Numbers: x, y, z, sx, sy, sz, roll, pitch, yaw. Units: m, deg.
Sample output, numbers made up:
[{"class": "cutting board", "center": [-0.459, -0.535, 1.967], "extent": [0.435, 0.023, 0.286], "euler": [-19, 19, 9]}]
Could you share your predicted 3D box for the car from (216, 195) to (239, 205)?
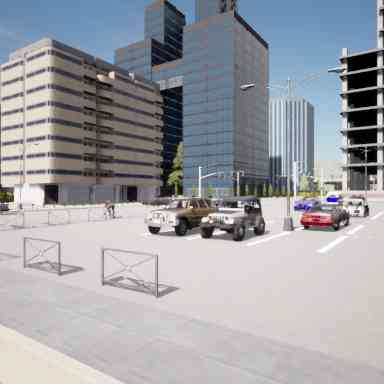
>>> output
[{"class": "car", "center": [6.281, 1.352, 58.820], "extent": [2.097, 1.767, 4.553], "euler": [0, 0, 34]}]

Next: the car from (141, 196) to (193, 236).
[{"class": "car", "center": [-0.334, 1.153, 17.314], "extent": [1.932, 1.855, 4.605], "euler": [0, 0, 34]}]

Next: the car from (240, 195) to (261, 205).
[{"class": "car", "center": [10.317, 1.352, 58.394], "extent": [2.097, 1.767, 4.553], "euler": [0, 0, 34]}]

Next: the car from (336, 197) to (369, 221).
[{"class": "car", "center": [14.033, 1.395, 28.634], "extent": [1.970, 1.475, 3.806], "euler": [0, 0, 34]}]

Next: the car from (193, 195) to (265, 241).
[{"class": "car", "center": [2.037, 1.156, 15.653], "extent": [1.905, 1.878, 3.866], "euler": [0, 0, 34]}]

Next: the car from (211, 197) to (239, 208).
[{"class": "car", "center": [5.060, 1.547, 50.513], "extent": [2.033, 1.411, 5.357], "euler": [0, 0, 33]}]

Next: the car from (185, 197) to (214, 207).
[{"class": "car", "center": [1.247, 1.492, 51.185], "extent": [2.128, 1.511, 4.902], "euler": [0, 0, 34]}]

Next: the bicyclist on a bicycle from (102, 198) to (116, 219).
[{"class": "bicyclist on a bicycle", "center": [-6.582, 1.302, 26.262], "extent": [1.656, 1.620, 0.582], "euler": [0, 0, 34]}]

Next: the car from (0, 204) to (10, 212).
[{"class": "car", "center": [-20.392, 1.547, 31.663], "extent": [2.033, 1.411, 5.357], "euler": [0, 0, 34]}]

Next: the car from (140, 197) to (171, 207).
[{"class": "car", "center": [-5.797, 1.547, 53.440], "extent": [2.033, 1.411, 5.357], "euler": [0, 0, 34]}]
